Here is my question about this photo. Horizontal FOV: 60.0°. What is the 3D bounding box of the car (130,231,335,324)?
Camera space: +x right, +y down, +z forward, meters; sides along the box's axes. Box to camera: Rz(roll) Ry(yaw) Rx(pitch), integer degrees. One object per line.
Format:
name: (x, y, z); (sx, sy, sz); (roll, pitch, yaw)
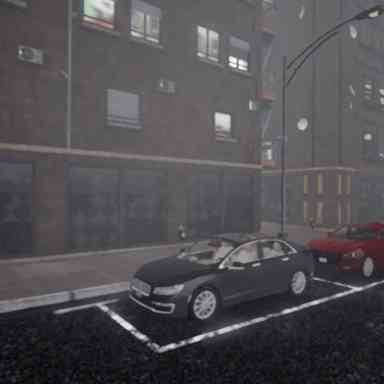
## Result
car: (0.842, 1.595, 7.159); (4.403, 1.369, 2.008); (1, 0, -36)

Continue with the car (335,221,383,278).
car: (5.429, 1.642, 10.433); (4.507, 1.381, 1.887); (1, 0, -36)
